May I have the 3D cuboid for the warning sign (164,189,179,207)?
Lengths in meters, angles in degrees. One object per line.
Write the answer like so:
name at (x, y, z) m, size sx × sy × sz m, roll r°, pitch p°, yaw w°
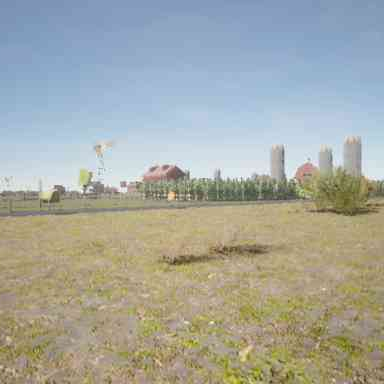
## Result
warning sign at (-2.183, 0.658, 35.056) m, size 1.060 × 1.860 × 1.300 m, roll 0°, pitch -1°, yaw -35°
